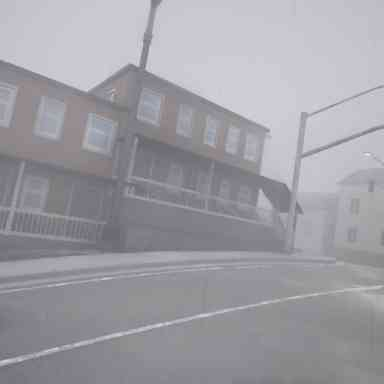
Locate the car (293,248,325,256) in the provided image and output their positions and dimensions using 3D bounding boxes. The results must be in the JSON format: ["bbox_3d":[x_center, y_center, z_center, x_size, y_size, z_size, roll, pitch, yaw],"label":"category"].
[{"bbox_3d":[9.651,5.690,29.288,1.812,1.442,4.674,14,-16,-34],"label":"car"}]
